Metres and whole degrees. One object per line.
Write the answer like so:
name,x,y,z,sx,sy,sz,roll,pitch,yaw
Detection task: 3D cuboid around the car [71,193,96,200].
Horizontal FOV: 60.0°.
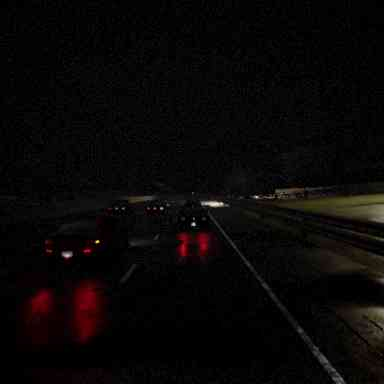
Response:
car,-17.556,1.263,54.934,2.150,2.045,5.566,0,0,1

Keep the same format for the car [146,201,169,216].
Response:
car,-3.400,1.555,32.997,2.033,1.411,5.357,0,0,0

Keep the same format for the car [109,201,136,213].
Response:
car,-6.900,1.555,33.002,2.033,1.411,5.357,0,0,0

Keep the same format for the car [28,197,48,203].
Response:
car,-24.556,1.543,53.603,1.837,1.490,4.892,0,0,1

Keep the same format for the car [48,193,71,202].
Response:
car,-21.052,1.263,54.931,2.150,2.045,5.566,0,0,1

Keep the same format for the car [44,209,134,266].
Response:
car,-3.400,1.525,11.365,1.812,1.442,4.674,0,0,0

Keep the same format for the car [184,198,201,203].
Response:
car,0.100,1.493,40.128,1.882,1.535,5.008,0,0,0

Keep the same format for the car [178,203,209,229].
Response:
car,0.100,1.601,21.813,1.895,1.301,4.718,0,0,0
